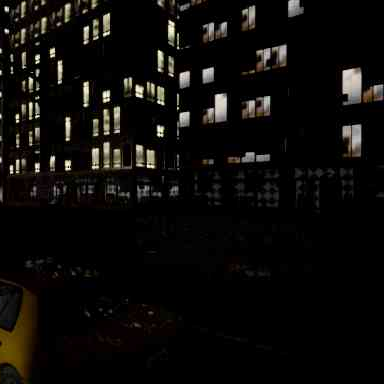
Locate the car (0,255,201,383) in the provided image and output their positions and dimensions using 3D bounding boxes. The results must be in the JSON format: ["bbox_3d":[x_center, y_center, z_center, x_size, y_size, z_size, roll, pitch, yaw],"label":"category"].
[{"bbox_3d":[-2.189,1.525,4.432,4.829,1.417,1.752,0,0,36],"label":"car"}]
